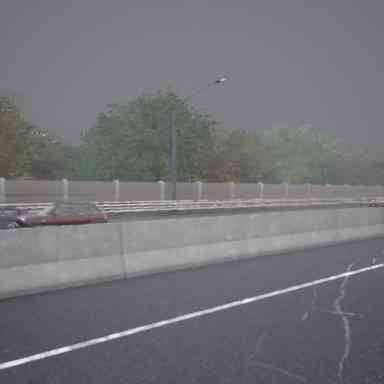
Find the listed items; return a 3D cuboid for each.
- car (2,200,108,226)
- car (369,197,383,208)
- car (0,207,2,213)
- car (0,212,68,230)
[{"bbox_3d":[-6.552,1.326,16.486,4.553,1.767,2.097,0,0,-35],"label":"car"},{"bbox_3d":[24.190,1.371,41.692,5.008,1.535,1.882,0,0,-33],"label":"car"},{"bbox_3d":[-10.485,1.530,17.997,5.357,1.411,2.033,0,0,-35],"label":"car"},{"bbox_3d":[-7.181,1.591,11.755,4.718,1.301,1.895,0,0,-35],"label":"car"}]
